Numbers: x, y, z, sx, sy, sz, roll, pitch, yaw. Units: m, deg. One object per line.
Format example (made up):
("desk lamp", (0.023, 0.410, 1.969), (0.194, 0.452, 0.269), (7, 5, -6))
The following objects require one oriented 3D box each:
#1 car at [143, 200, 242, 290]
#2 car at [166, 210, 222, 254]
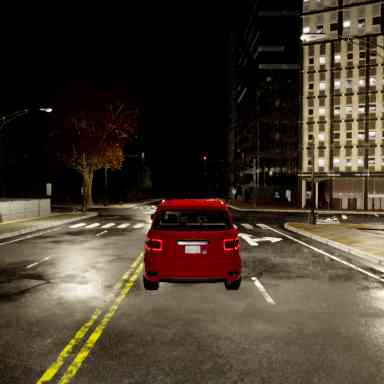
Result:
("car", (-0.020, 1.218, 9.188), (2.150, 2.045, 5.566), (0, 0, -1))
("car", (0.066, 1.560, 14.127), (1.994, 1.385, 4.181), (0, 0, 0))
